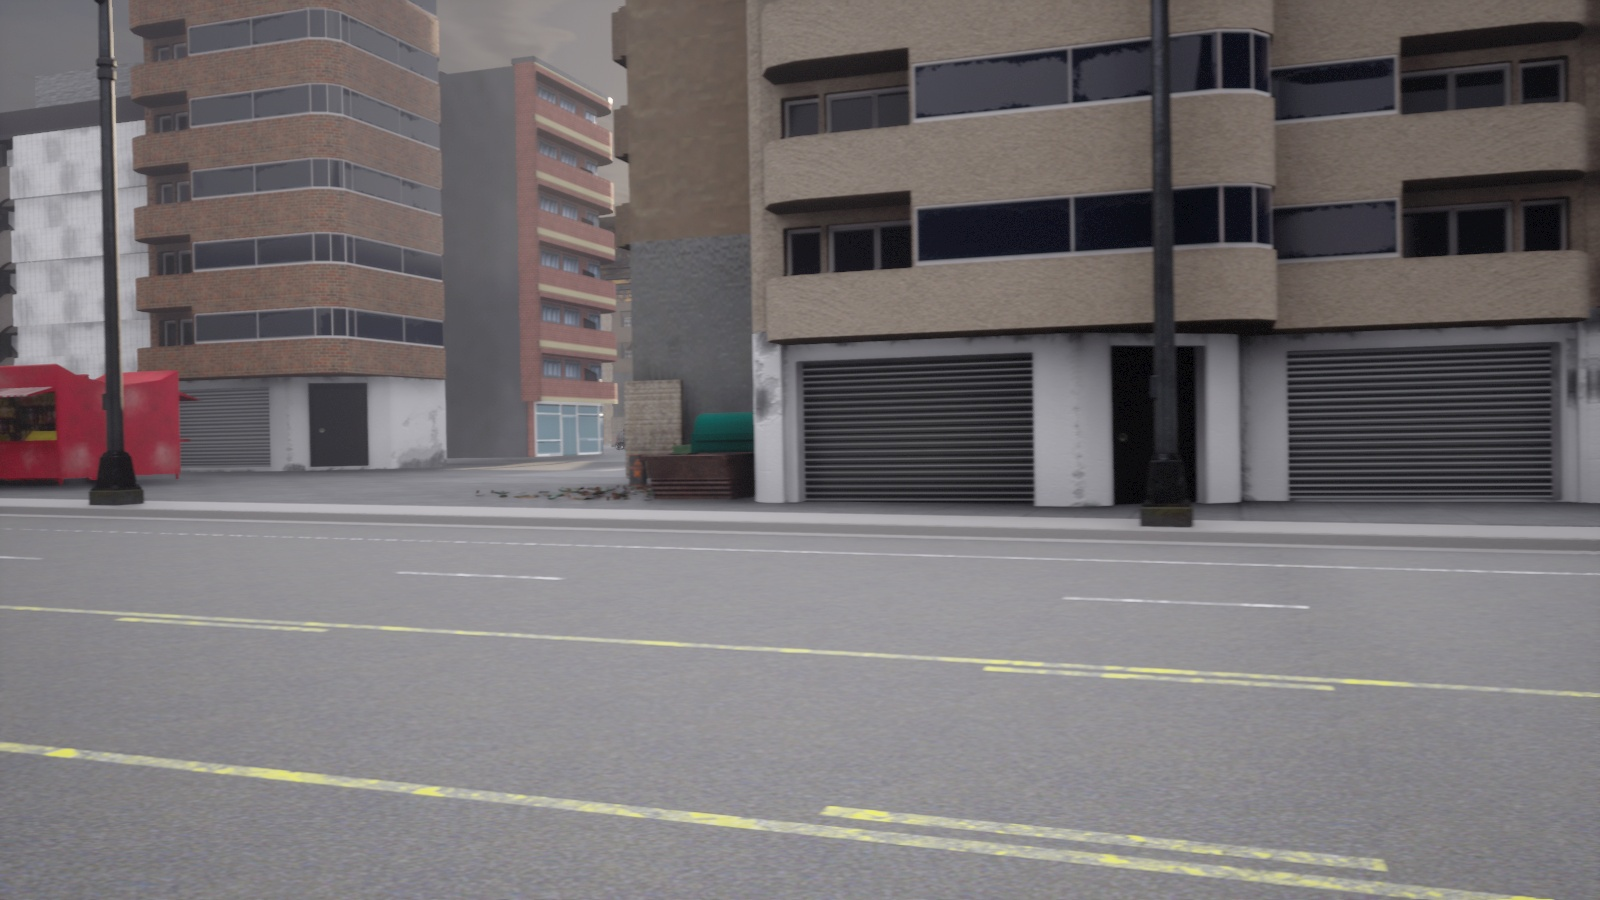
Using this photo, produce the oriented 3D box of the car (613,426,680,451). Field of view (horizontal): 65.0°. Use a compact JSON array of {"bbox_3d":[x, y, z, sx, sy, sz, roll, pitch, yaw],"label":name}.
[{"bbox_3d":[-9.496,-0.710,77.655,3.705,1.549,1.789,0,1,19],"label":"car"}]
